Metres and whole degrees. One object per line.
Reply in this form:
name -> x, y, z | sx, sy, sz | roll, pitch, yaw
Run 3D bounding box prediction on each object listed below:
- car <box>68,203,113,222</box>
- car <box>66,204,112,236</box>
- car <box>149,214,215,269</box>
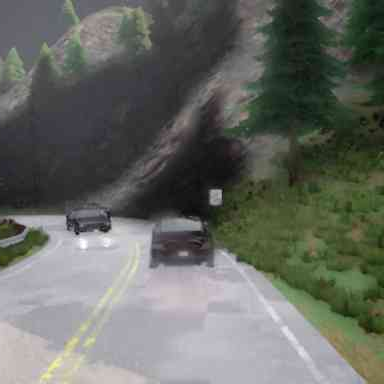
car -> -8.850, 1.716, 28.858 | 1.994, 1.385, 4.181 | -4, 2, -43
car -> -6.292, 1.691, 19.815 | 2.033, 1.411, 5.357 | -2, 0, -28
car -> -0.429, 1.489, 11.336 | 1.882, 1.535, 5.008 | 0, 0, -5
